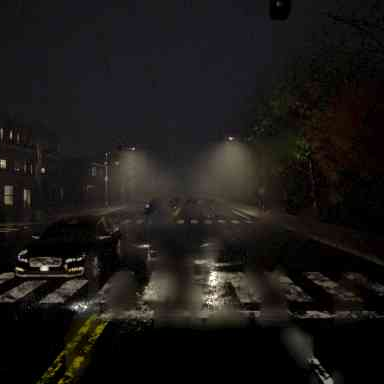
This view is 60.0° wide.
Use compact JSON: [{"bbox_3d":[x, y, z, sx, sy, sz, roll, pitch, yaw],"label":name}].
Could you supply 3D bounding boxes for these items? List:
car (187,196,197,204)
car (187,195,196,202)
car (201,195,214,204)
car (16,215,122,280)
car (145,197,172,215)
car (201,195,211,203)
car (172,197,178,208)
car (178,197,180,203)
[{"bbox_3d":[-0.057,1.577,64.460,1.895,1.301,4.718,0,0,0],"label":"car"},{"bbox_3d":[-0.168,1.511,74.659,2.033,1.411,5.357,0,0,0],"label":"car"},{"bbox_3d":[3.199,1.577,63.217,1.895,1.301,4.718,0,0,0],"label":"car"},{"bbox_3d":[-3.375,1.503,10.025,1.837,1.490,4.892,0,0,0],"label":"car"},{"bbox_3d":[-3.431,1.342,33.534,2.097,1.767,4.553,0,0,0],"label":"car"},{"bbox_3d":[3.072,1.495,73.222,2.128,1.511,4.902,0,0,0],"label":"car"},{"bbox_3d":[-3.462,1.546,48.250,1.994,1.385,4.181,0,0,0],"label":"car"},{"bbox_3d":[-3.414,1.576,67.212,1.895,1.301,4.718,0,0,0],"label":"car"}]
